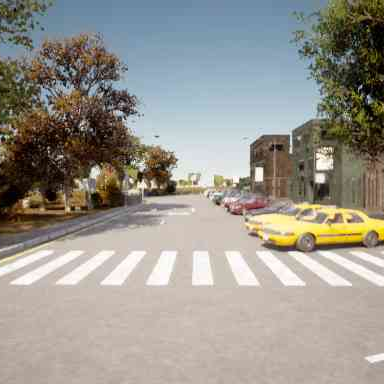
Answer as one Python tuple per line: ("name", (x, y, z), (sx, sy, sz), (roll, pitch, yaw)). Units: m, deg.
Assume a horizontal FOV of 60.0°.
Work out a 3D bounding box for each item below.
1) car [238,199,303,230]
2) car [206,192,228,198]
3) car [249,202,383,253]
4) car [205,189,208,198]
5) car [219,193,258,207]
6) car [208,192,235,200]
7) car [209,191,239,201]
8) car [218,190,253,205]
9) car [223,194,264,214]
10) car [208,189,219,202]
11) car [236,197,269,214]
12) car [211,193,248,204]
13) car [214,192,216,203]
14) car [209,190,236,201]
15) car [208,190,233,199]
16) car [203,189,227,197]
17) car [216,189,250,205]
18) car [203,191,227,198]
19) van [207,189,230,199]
("car", (5.156, 1.287, 15.762), (5.366, 1.575, 1.946), (1, 1, -20))
("car", (5.698, 0.657, 75.864), (4.674, 1.452, 2.002), (1, 1, -20))
("car", (5.150, 1.327, 12.760), (5.366, 1.575, 1.946), (1, 1, -20))
("car", (5.519, 0.600, 51.825), (5.566, 2.045, 2.435), (1, 1, -20))
("car", (5.367, 1.125, 30.817), (4.792, 1.488, 2.163), (1, 1, -20))
("car", (5.628, 0.770, 63.851), (4.674, 1.452, 2.002), (1, 1, -20))
("car", (5.555, 0.663, 57.840), (4.553, 1.767, 2.185), (1, 0, -20))
("car", (5.446, 0.933, 33.835), (4.553, 1.767, 2.185), (1, 1, -20))
("car", (5.380, 1.175, 27.826), (4.674, 1.452, 2.002), (0, 1, -20))
("car", (5.465, 0.700, 42.809), (5.566, 2.045, 2.435), (1, 1, -20))
("car", (5.347, 1.253, 18.826), (4.892, 1.521, 2.231), (1, 1, -20))
("car", (5.491, 0.913, 48.827), (4.792, 1.488, 2.163), (1, 1, -20))
("car", (5.450, 1.026, 39.834), (4.674, 1.452, 2.002), (1, 0, -20))
("car", (5.576, 0.633, 60.841), (4.553, 1.767, 2.185), (1, 0, -20))
("car", (5.680, 0.576, 66.857), (4.553, 1.767, 2.185), (1, 1, -20))
("car", (5.745, 0.281, 84.895), (5.566, 2.045, 2.435), (1, 0, -20))
("car", (5.466, 0.897, 36.836), (4.553, 1.767, 2.185), (1, 1, -20))
("car", (5.529, 0.584, 78.806), (5.366, 1.575, 1.946), (1, 1, -20))
("van", (5.790, 0.420, 72.904), (4.442, 1.987, 1.878), (1, 0, -20))
